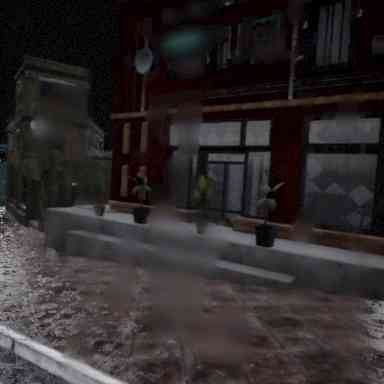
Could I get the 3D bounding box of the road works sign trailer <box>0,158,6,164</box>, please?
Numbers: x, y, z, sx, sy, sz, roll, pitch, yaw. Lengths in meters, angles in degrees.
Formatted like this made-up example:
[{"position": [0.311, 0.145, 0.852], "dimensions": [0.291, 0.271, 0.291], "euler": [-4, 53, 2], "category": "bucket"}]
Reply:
[{"position": [-19.006, -3.115, 29.014], "dimensions": [3.560, 2.380, 2.880], "euler": [17, 53, 28], "category": "road works sign trailer"}]
